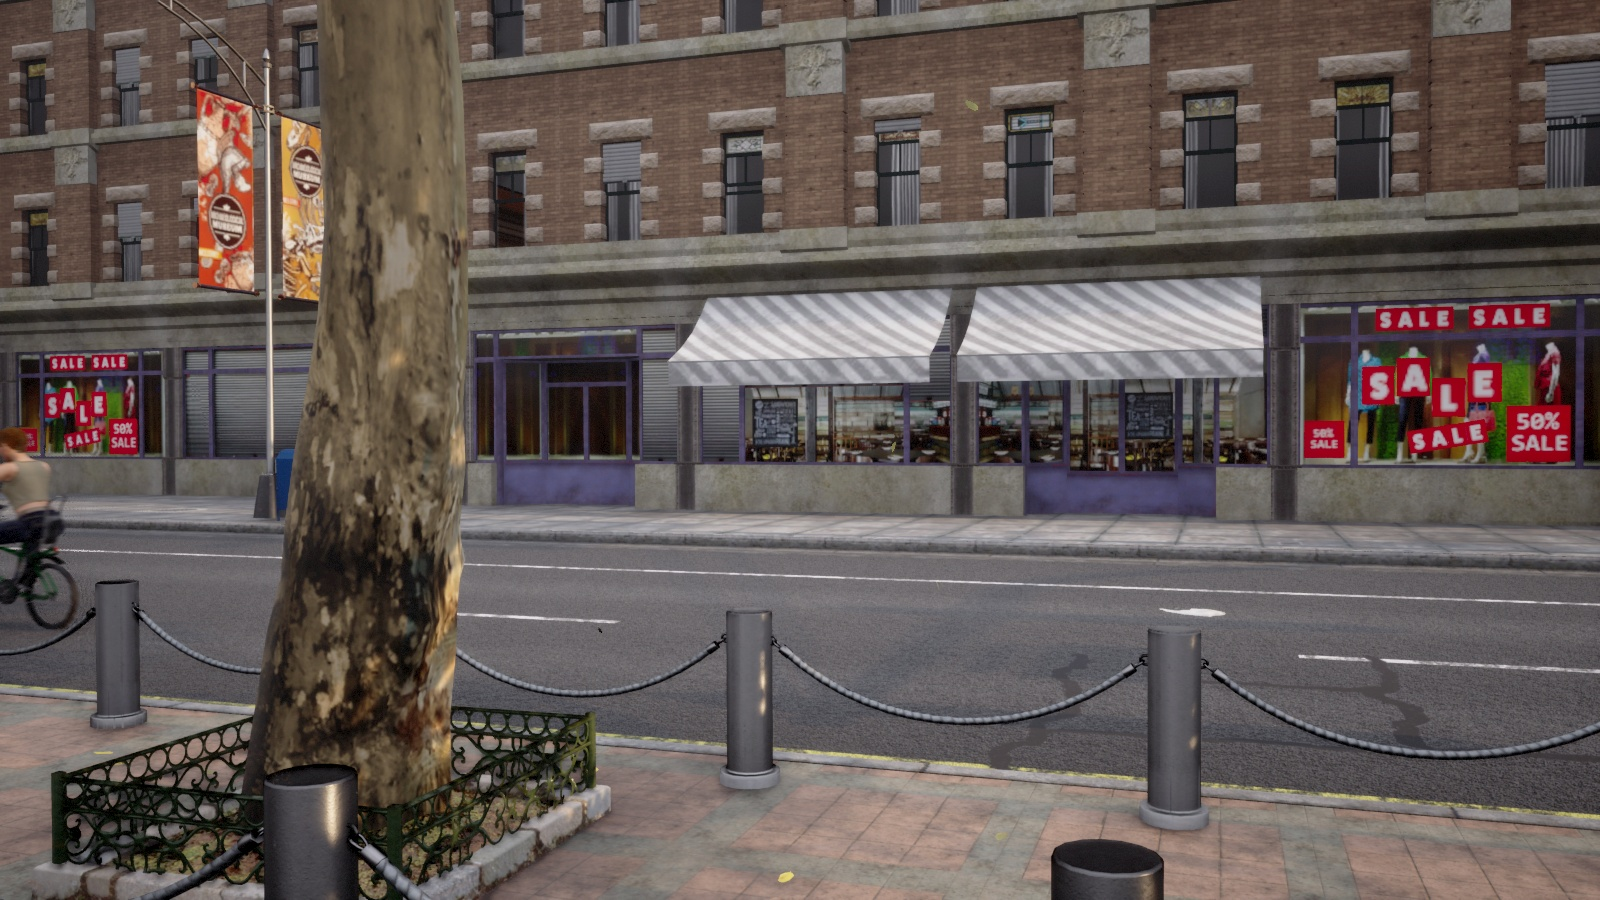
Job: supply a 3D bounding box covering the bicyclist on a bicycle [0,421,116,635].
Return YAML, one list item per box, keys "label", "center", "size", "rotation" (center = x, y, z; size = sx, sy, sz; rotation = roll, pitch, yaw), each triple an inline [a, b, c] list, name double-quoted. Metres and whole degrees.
- label: "bicyclist on a bicycle"
  center: [-6.463, 0.577, 10.122]
  size: [1.509, 1.612, 0.866]
  rotation: [1, 1, 19]
